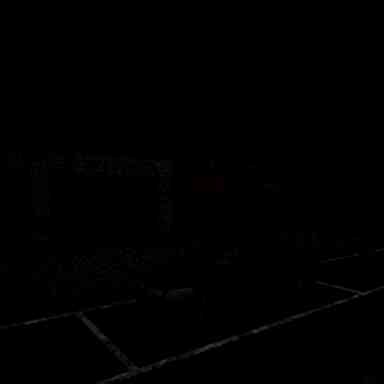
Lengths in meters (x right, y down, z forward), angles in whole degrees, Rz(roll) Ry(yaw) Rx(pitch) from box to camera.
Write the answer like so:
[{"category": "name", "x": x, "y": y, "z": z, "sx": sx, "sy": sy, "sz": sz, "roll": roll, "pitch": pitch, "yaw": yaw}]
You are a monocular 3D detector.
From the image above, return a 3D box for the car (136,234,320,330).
[{"category": "car", "x": 0.926, "y": 1.575, "z": 6.836, "sx": 4.206, "sy": 1.307, "sz": 1.802, "roll": 0, "pitch": 0, "yaw": -35}]
